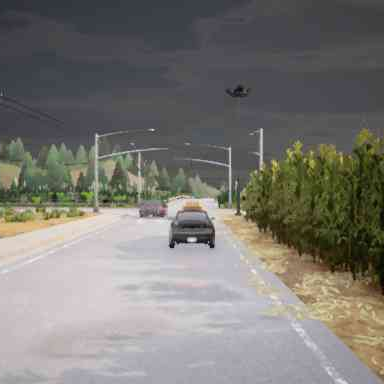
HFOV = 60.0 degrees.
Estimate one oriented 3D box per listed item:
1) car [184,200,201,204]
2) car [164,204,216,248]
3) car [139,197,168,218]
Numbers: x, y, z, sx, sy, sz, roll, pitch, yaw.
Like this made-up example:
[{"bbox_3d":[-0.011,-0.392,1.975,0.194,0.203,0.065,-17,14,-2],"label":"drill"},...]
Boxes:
[{"bbox_3d":[0.092,1.483,29.610,1.882,1.535,5.008,0,0,1],"label":"car"},{"bbox_3d":[0.000,1.514,14.650,1.837,1.490,4.892,0,0,0],"label":"car"},{"bbox_3d":[-3.398,1.402,30.080,2.097,1.767,4.553,0,0,1],"label":"car"}]
